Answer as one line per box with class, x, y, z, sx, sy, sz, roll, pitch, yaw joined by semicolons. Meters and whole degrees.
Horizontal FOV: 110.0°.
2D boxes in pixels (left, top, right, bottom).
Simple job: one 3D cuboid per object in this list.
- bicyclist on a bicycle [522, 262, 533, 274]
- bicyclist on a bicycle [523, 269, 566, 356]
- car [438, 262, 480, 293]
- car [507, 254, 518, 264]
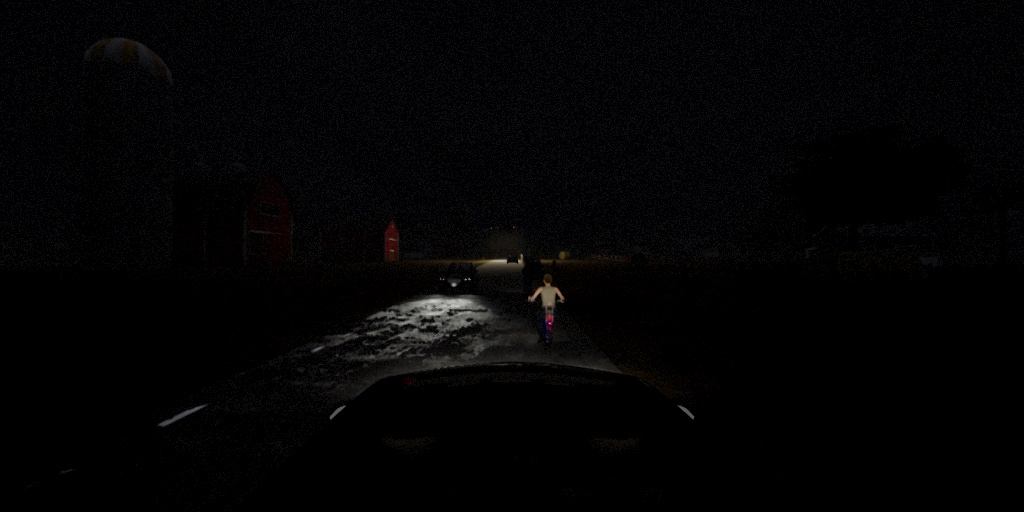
bicyclist on a bicycle;0.759;1.116;16.867;0.582;1.620;1.656;0;0;0
bicyclist on a bicycle;0.747;1.168;7.610;0.866;1.612;1.509;0;0;0
car;-2.847;1.120;20.034;2.128;1.511;4.902;0;1;0
car;0.106;0.634;62.686;1.994;1.385;4.181;0;1;0
